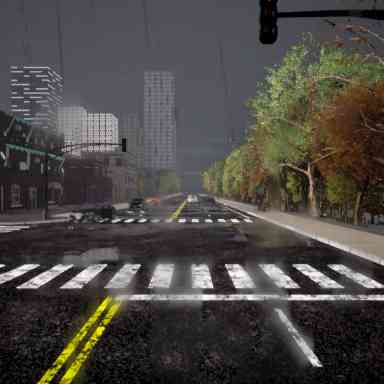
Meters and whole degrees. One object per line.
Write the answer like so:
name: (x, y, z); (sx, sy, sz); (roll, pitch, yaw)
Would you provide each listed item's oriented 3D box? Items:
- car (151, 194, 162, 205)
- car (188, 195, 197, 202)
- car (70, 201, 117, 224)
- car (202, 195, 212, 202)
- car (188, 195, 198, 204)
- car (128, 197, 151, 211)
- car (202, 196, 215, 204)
car: (-6.514, 1.329, 59.468); (2.097, 1.767, 4.553); (0, 0, 0)
car: (0.085, 1.448, 74.818); (1.882, 1.535, 5.008); (0, 0, 0)
car: (-7.321, 1.485, 25.080); (2.128, 1.511, 4.902); (0, 0, 10)
car: (3.328, 1.511, 74.397); (2.033, 1.411, 5.357); (0, 0, 0)
car: (0.153, 1.502, 64.624); (1.812, 1.442, 4.674); (0, 0, 0)
car: (-6.560, 1.491, 40.773); (1.837, 1.490, 4.892); (0, 0, 0)
car: (3.410, 1.524, 63.743); (2.033, 1.411, 5.357); (0, 0, 0)
